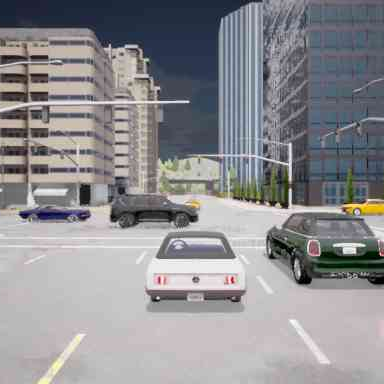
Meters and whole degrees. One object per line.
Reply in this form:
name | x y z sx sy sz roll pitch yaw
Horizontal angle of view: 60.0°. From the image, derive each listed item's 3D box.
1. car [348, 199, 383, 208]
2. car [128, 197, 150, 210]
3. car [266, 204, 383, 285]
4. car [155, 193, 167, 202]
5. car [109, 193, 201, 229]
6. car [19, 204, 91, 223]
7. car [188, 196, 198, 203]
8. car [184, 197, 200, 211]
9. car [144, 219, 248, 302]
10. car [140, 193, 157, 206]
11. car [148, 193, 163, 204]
car | 16.856 1.422 31.570 5.008 1.535 1.882 0 0 1
car | -7.044 1.491 44.637 2.128 1.511 4.902 0 0 0
car | 3.593 1.352 9.691 2.097 1.767 4.553 0 0 0
car | -6.908 1.225 75.372 2.150 2.045 5.566 0 0 0
car | -2.387 1.199 20.996 5.566 2.045 2.150 0 0 1
car | -9.960 1.566 24.567 4.718 1.301 1.895 1 0 1
car | 0.184 1.547 68.510 2.033 1.411 5.357 0 0 0
car | 0.057 1.479 41.924 1.882 1.535 5.008 0 0 3
car | 0.085 1.601 8.201 1.895 1.301 4.718 0 0 0
car | -7.025 1.222 54.209 2.150 2.045 5.566 0 0 0
car | -6.961 1.221 64.685 2.150 2.045 5.566 0 0 2
